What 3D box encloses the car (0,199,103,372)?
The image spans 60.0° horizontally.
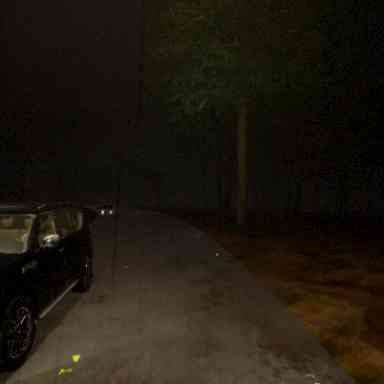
[{"bbox_3d":[-3.352,1.229,5.967,2.150,2.045,5.566,0,0,-3],"label":"car"}]

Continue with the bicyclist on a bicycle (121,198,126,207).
[{"bbox_3d":[-11.802,1.883,57.544,0.866,1.612,1.509,1,-2,-22],"label":"bicyclist on a bicycle"}]

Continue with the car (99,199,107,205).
[{"bbox_3d":[-22.760,2.544,85.325,1.837,1.490,4.892,0,-1,-12],"label":"car"}]

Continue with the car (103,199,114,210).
[{"bbox_3d":[-12.905,1.914,49.598,2.033,1.411,5.357,0,-1,-21],"label":"car"}]

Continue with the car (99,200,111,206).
[{"bbox_3d":[-19.611,2.510,74.863,1.994,1.385,4.181,0,-1,-20],"label":"car"}]

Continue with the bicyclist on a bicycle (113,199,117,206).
[{"bbox_3d":[-15.197,2.134,66.015,0.866,1.612,1.509,0,-1,-22],"label":"bicyclist on a bicycle"}]
